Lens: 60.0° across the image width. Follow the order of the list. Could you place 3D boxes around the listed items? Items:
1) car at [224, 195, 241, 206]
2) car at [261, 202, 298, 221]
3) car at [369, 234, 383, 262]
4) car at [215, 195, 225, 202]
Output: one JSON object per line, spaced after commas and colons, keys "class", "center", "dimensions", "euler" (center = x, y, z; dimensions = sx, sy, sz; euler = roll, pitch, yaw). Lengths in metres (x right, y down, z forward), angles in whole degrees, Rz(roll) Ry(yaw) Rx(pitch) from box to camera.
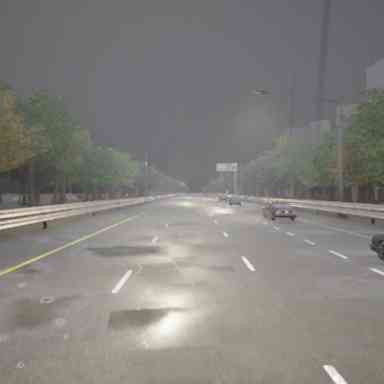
{"class": "car", "center": [7.179, 1.577, 56.815], "dimensions": [2.033, 1.411, 5.357], "euler": [0, 0, 0]}
{"class": "car", "center": [7.042, 1.555, 27.222], "dimensions": [2.033, 1.411, 5.357], "euler": [0, 0, 0]}
{"class": "car", "center": [7.004, 1.548, 8.967], "dimensions": [2.033, 1.411, 5.357], "euler": [0, 0, 0]}
{"class": "car", "center": [7.353, 1.398, 79.801], "dimensions": [2.097, 1.767, 4.553], "euler": [0, 0, 1]}
